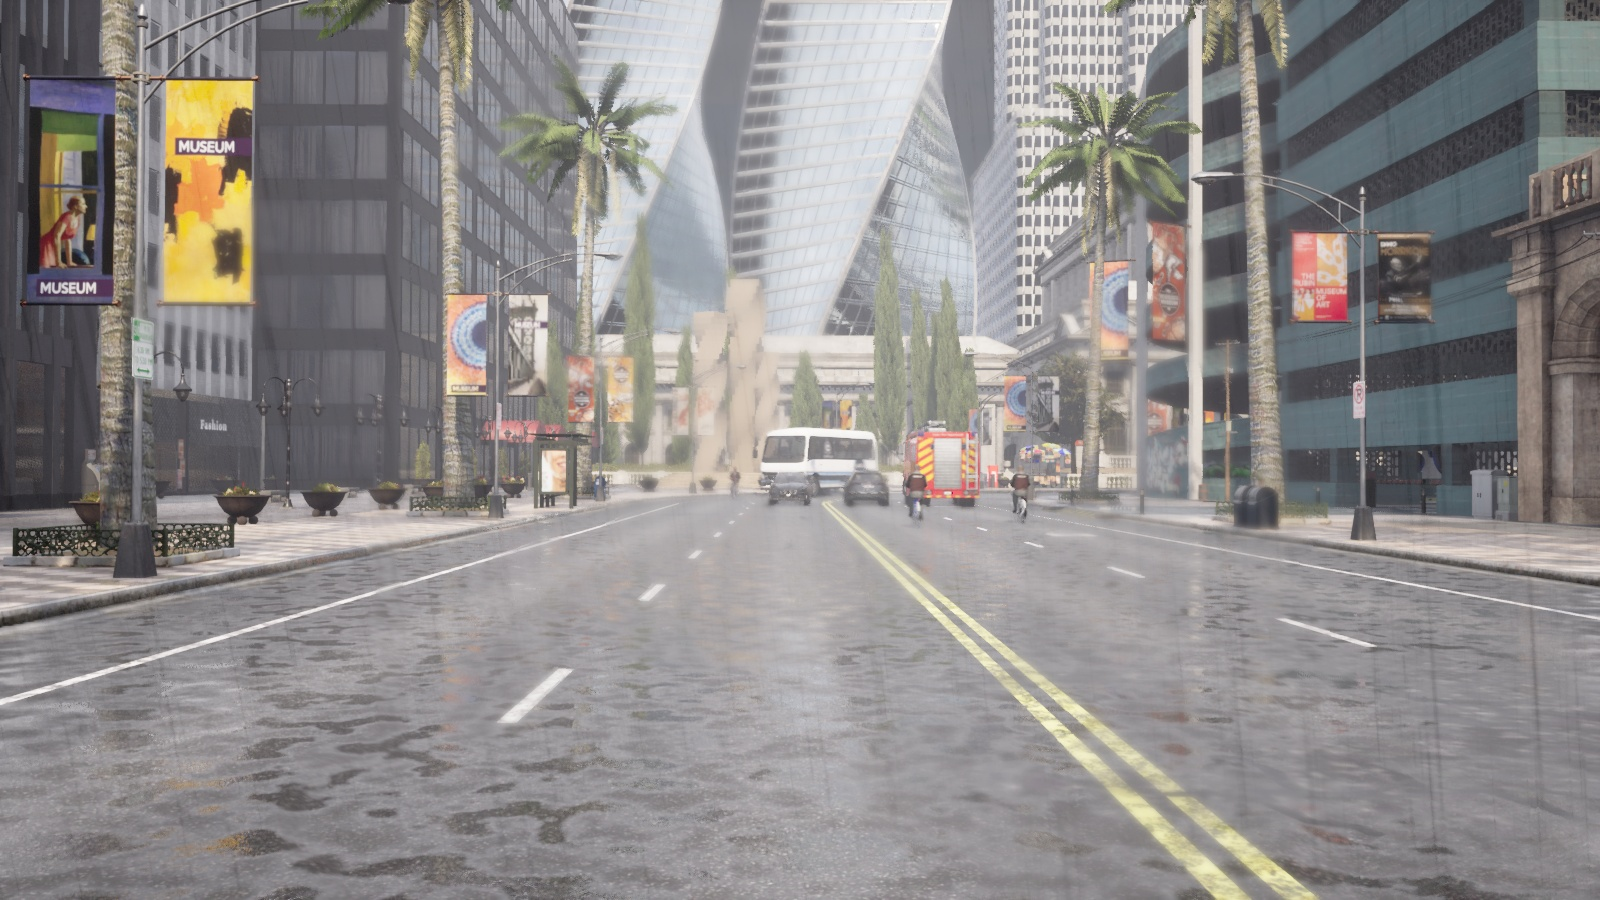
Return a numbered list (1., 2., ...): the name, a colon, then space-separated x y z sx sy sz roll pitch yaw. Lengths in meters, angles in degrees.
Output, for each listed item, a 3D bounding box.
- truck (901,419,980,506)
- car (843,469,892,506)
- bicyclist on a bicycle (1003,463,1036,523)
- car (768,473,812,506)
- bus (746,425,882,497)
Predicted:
1. truck: 6.599 0.629 60.052 2.891 3.827 8.468 0 -1 1
2. car: 3.061 1.702 57.896 2.033 1.649 4.856 0 -1 0
3. bicyclist on a bicycle: 6.691 1.301 38.348 0.659 1.776 1.843 0 -1 0
4. car: -0.427 1.795 58.161 1.837 1.490 4.892 0 -1 2
5. bus: 1.060 0.767 79.580 3.944 4.253 10.273 -1 -1 31
